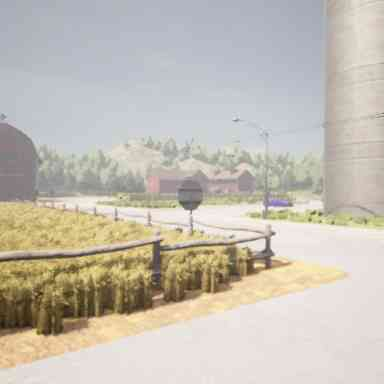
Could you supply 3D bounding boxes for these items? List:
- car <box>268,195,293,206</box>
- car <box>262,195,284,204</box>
[{"bbox_3d":[14.612,1.720,55.294,2.242,1.667,4.611,0,0,-36],"label":"car"},{"bbox_3d":[18.149,1.626,74.258,1.932,1.855,4.605,0,0,-36],"label":"car"}]
